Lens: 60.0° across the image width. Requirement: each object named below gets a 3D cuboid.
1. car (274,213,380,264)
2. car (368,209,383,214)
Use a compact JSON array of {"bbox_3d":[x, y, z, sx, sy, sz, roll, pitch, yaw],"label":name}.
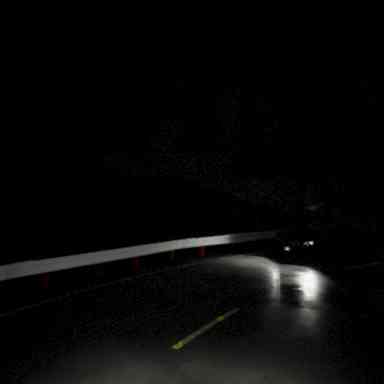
[{"bbox_3d":[5.211,1.676,12.564,4.674,1.442,1.812,1,-1,-32],"label":"car"},{"bbox_3d":[20.466,2.058,33.536,1.895,1.301,4.718,1,-1,-31],"label":"car"}]
